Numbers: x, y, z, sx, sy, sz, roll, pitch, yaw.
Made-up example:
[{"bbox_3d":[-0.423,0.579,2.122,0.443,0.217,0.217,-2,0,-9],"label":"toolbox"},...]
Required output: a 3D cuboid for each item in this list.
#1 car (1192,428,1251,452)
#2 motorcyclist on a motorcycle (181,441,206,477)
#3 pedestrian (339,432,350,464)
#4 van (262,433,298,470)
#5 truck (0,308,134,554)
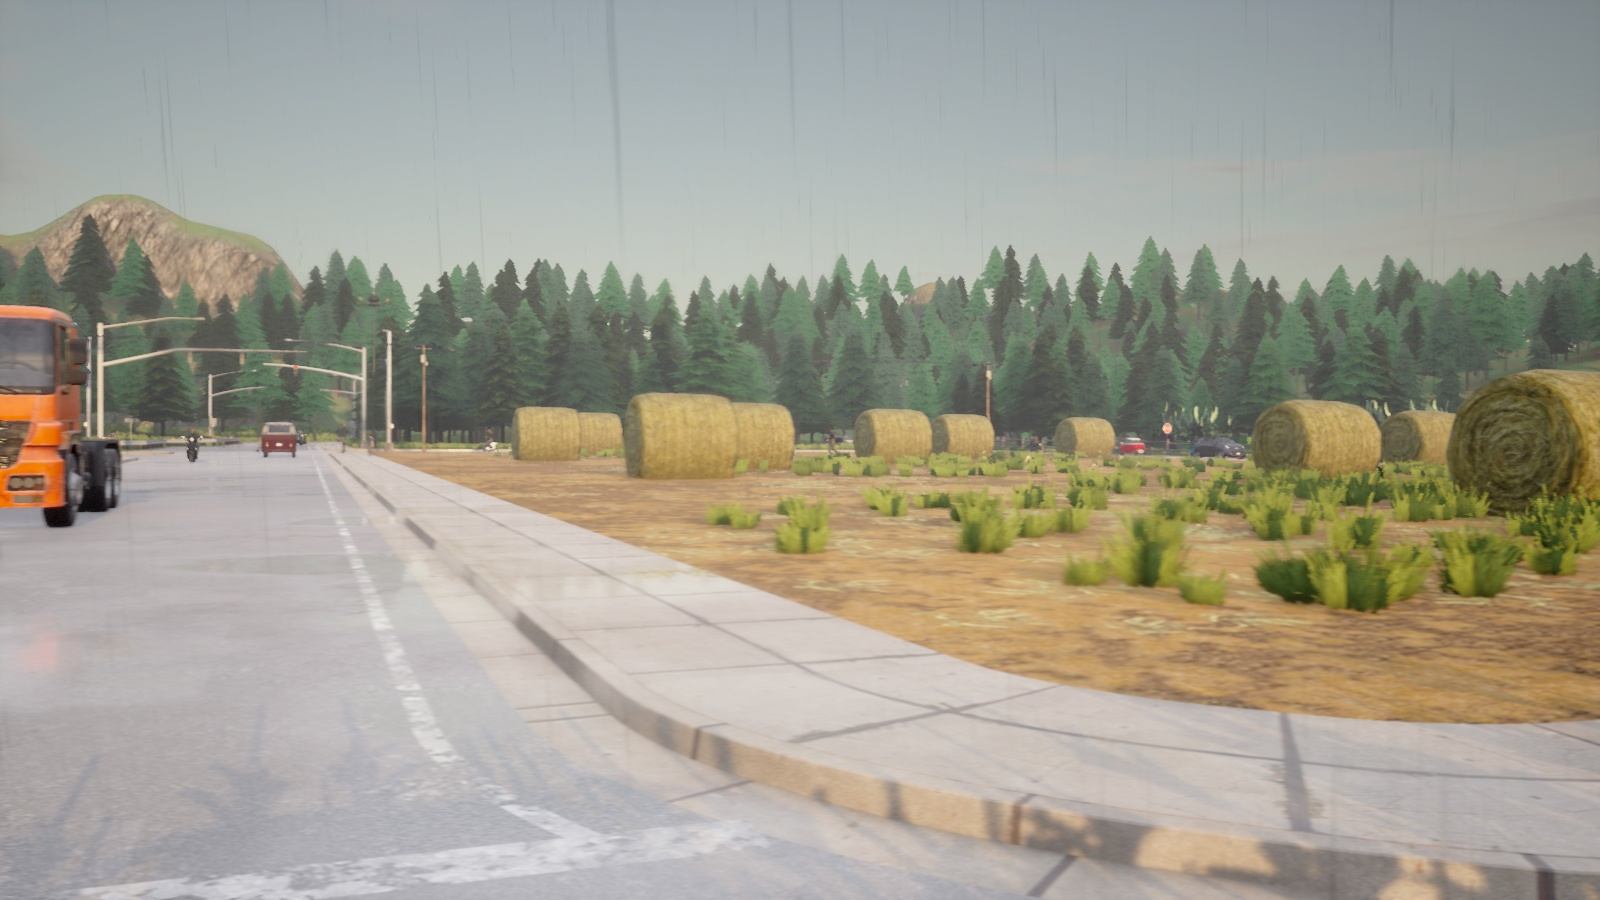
[{"bbox_3d":[27.225,-0.665,81.185,1.845,1.501,3.633,-1,1,-18],"label":"car"},{"bbox_3d":[-27.875,0.399,57.733,0.866,1.590,1.817,-1,1,-22],"label":"motorcyclist on a motorcycle"},{"bbox_3d":[-27.162,-0.123,74.843,0.402,1.842,0.726,-1,1,-37],"label":"pedestrian"},{"bbox_3d":[-29.200,0.050,70.547,1.775,1.987,4.442,-1,1,-22],"label":"van"},{"bbox_3d":[-13.383,-0.281,21.179,2.891,3.462,7.936,-1,1,-22],"label":"truck"}]
